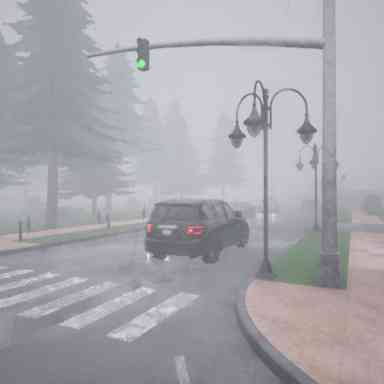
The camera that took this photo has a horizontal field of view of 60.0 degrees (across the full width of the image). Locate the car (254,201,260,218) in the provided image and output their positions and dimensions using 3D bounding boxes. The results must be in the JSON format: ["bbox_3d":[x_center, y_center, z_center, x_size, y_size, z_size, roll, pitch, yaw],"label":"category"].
[{"bbox_3d":[3.904,1.524,27.768,1.882,1.535,5.008,0,0,26],"label":"car"}]

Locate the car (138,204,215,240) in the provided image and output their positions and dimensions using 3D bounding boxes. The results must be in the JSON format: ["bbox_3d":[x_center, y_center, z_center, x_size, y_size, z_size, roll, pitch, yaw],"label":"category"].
[{"bbox_3d":[-0.656,1.521,18.374,2.128,1.511,4.902,0,0,26],"label":"car"}]

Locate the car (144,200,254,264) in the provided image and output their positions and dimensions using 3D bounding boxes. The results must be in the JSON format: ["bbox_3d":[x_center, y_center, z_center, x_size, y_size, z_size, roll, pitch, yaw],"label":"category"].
[{"bbox_3d":[0.414,1.297,12.291,2.150,2.045,5.566,0,0,25],"label":"car"}]

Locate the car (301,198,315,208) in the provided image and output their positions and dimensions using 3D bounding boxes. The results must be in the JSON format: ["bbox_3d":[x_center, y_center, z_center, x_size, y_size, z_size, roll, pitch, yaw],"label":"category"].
[{"bbox_3d":[17.094,1.597,48.783,1.837,1.490,4.892,1,0,19],"label":"car"}]

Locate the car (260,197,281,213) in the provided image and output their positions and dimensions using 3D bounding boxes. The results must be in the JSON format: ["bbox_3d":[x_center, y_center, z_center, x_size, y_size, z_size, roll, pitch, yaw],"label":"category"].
[{"bbox_3d":[8.791,1.417,37.979,2.097,1.767,4.553,0,0,25],"label":"car"}]
